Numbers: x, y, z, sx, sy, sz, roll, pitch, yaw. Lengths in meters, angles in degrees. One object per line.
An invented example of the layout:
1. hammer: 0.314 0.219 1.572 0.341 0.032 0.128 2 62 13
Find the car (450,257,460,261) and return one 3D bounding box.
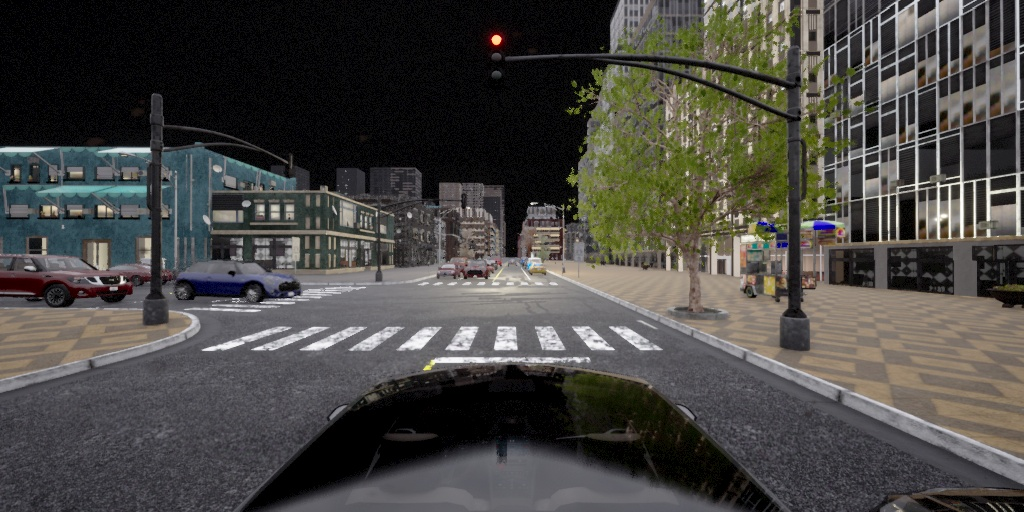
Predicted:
1. car: -5.669 1.069 38.055 2.192 1.841 5.009 0 0 0

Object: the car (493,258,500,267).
1. car: -3.062 1.282 52.197 1.812 1.442 4.674 0 0 0

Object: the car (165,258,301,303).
1. car: -11.583 0.981 15.369 4.553 1.767 2.097 1 0 4

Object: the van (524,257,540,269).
1. van: 2.715 1.096 43.604 1.690 1.789 3.998 0 0 0

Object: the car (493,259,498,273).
1. car: -3.077 1.319 42.115 1.994 1.385 4.181 0 0 0

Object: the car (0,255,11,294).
1. car: -25.614 0.795 15.603 4.553 1.767 2.097 1 0 -1

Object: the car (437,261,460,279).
1. car: -5.672 1.335 32.504 1.802 1.307 4.207 0 0 0

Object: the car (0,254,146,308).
1. car: -17.151 0.850 13.122 5.009 1.841 2.192 0 0 -1

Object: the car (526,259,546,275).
1. car: 2.711 1.279 38.223 1.751 1.417 4.829 0 0 0

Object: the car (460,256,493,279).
1. car: -3.082 1.105 32.201 2.097 1.767 4.553 0 0 0

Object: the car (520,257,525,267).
1. car: 2.720 1.307 54.706 2.007 1.370 4.403 0 0 0

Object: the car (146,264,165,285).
1. car: -22.809 1.090 21.427 4.207 1.307 1.802 0 0 -1
